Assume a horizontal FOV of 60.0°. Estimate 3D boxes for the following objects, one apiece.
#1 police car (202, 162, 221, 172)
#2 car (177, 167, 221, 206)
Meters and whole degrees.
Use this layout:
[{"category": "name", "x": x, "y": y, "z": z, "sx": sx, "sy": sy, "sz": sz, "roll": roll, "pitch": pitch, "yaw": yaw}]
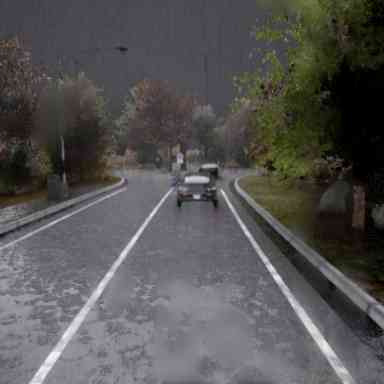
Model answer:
[{"category": "police car", "x": 1.882, "y": -2.177, "z": 33.561, "sx": 1.930, "sy": 1.638, "sz": 5.238, "roll": 0, "pitch": 5, "yaw": 10}, {"category": "car", "x": 0.269, "y": -0.246, "z": 16.233, "sx": 1.812, "sy": 1.442, "sz": 4.674, "roll": 0, "pitch": 7, "yaw": 2}]
